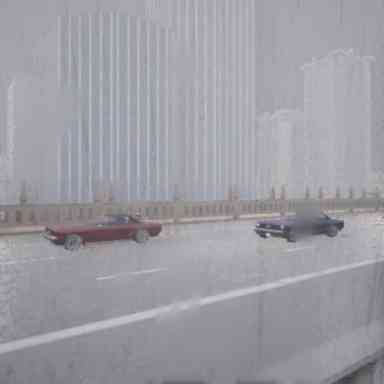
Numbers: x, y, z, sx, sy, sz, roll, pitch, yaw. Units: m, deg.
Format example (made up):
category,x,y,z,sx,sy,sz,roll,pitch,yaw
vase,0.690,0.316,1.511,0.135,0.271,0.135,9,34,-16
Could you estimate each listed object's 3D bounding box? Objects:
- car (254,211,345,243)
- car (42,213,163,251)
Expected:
category,x,y,z,sx,sy,sz,roll,pitch,yaw
car,5.233,1.595,16.099,4.718,1.301,1.895,0,0,-34
car,-3.731,1.592,14.169,4.718,1.301,1.895,0,0,-35
